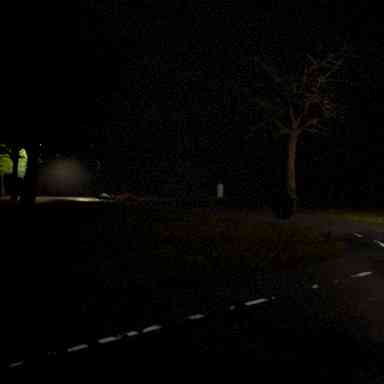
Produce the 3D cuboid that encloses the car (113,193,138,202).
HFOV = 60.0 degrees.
[{"bbox_3d":[-10.667,0.860,54.784,1.882,1.535,5.008,3,-1,-35],"label":"car"}]

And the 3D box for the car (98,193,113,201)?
[{"bbox_3d":[-15.702,0.890,61.775,2.033,1.411,5.357,3,-1,-36],"label":"car"}]
